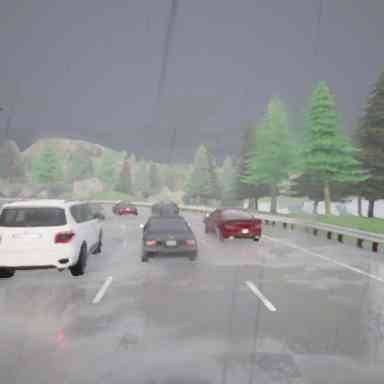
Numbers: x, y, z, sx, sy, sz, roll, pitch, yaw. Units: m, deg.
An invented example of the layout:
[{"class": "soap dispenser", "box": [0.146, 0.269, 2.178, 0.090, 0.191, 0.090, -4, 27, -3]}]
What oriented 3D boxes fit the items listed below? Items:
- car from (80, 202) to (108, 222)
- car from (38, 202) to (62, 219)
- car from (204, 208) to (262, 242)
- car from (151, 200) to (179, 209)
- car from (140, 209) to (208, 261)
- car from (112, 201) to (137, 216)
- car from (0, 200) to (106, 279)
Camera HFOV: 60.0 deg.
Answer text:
[{"class": "car", "box": [-8.507, 1.613, 28.605, 2.033, 1.411, 5.357, 0, 0, -19]}, {"class": "car", "box": [-13.161, 1.670, 30.972, 1.895, 1.301, 4.718, 0, 0, -22]}, {"class": "car", "box": [1.843, 1.518, 16.688, 1.882, 1.535, 5.008, 0, 0, -10]}, {"class": "car", "box": [-2.746, 1.571, 32.998, 2.128, 1.511, 4.902, 0, 0, -21]}, {"class": "car", "box": [-0.951, 1.578, 12.426, 2.033, 1.411, 5.357, 0, 0, -8]}, {"class": "car", "box": [-6.949, 1.643, 34.062, 1.994, 1.385, 4.181, 0, 0, -23]}, {"class": "car", "box": [-4.175, 1.246, 10.375, 2.150, 2.045, 5.566, 0, 0, -7]}]
